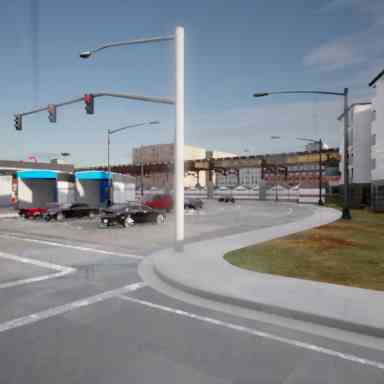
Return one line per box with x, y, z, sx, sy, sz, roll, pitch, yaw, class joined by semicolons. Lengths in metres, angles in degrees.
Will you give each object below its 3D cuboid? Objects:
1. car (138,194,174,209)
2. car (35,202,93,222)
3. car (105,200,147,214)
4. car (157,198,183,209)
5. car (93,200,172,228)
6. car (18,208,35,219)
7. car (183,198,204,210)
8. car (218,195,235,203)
-4.104;1.215;34.405;2.150;2.045;5.566;0;0;30;car
-9.567;1.520;26.468;1.812;1.442;4.674;0;0;36;car
-7.084;1.594;36.209;1.895;1.301;4.718;0;0;30;car
-2.927;1.540;46.016;2.033;1.411;5.357;0;0;15;car
-3.784;1.501;22.070;1.837;1.490;4.892;0;0;37;car
-12.270;1.594;28.650;1.895;1.301;4.718;0;0;37;car
0.148;1.541;44.088;2.033;1.411;5.357;0;0;16;car
7.106;1.347;69.267;2.097;1.767;4.553;0;0;-18;car
